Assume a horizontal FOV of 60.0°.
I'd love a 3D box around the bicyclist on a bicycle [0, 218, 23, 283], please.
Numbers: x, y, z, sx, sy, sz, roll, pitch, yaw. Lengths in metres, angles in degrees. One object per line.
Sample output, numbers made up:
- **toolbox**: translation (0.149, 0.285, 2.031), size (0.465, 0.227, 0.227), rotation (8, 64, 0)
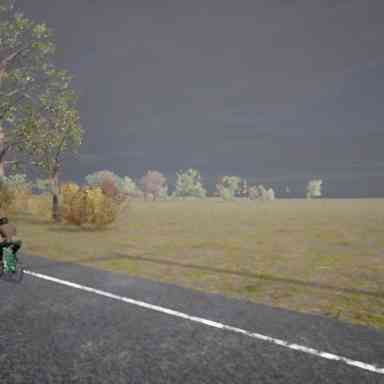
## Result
- **bicyclist on a bicycle**: translation (-4.836, 1.514, 8.699), size (1.656, 1.620, 0.582), rotation (-1, -1, 37)
